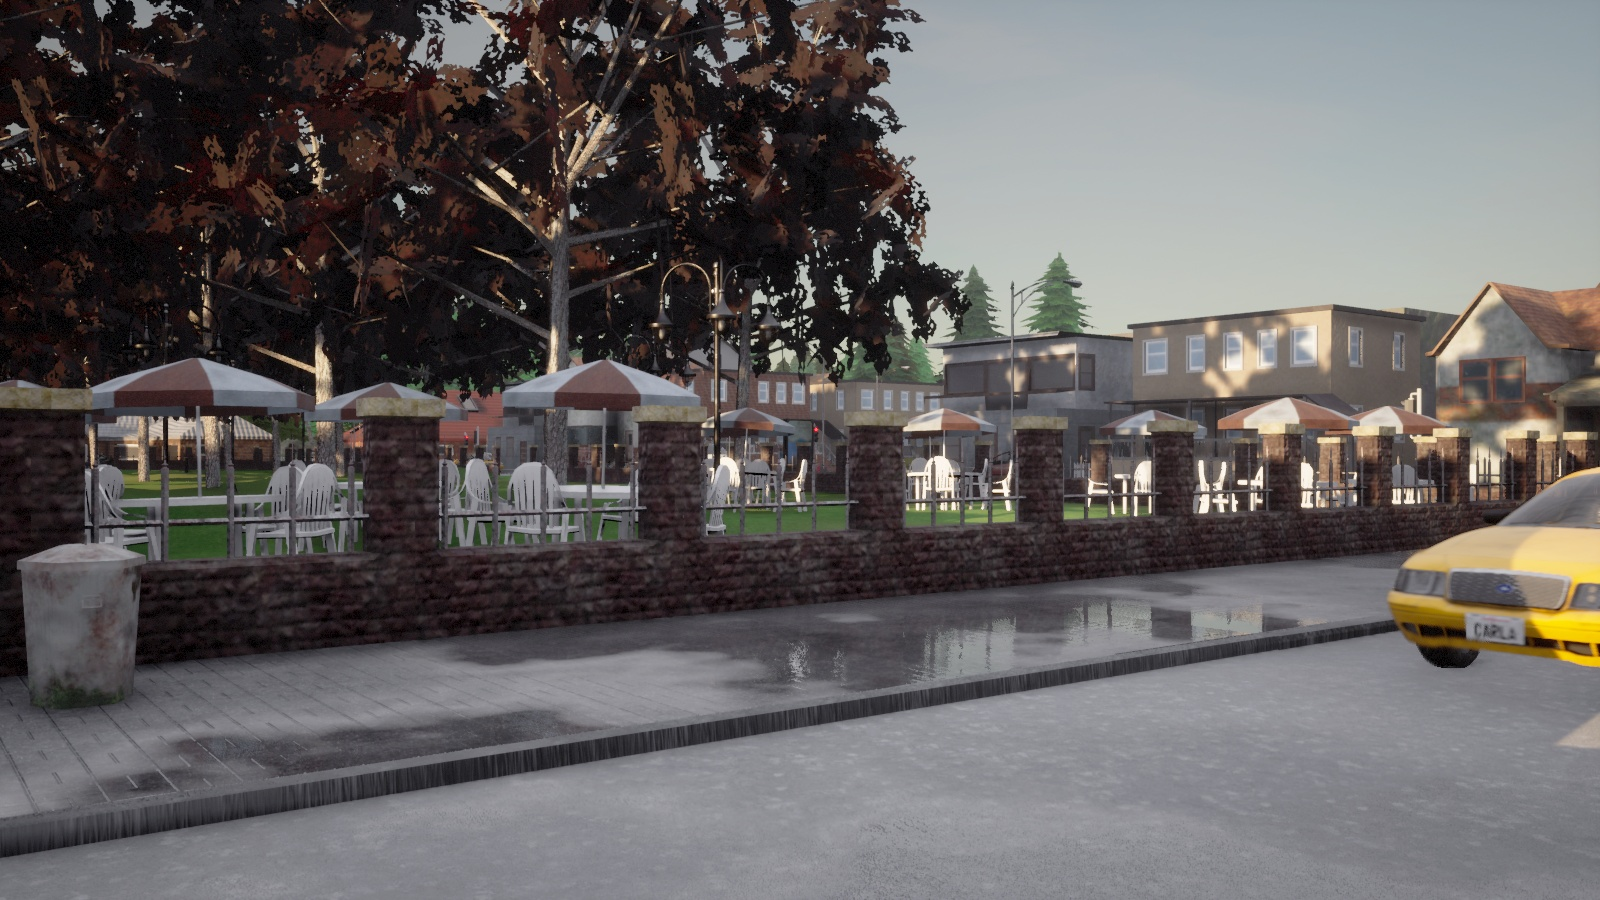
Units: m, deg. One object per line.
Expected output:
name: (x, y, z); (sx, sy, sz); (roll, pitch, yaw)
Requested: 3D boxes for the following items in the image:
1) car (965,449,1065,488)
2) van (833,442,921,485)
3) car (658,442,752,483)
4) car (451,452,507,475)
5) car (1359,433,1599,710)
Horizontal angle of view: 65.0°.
car: (9.084, 0.756, 53.352); (1.851, 1.617, 3.988); (0, 0, -37)
van: (3.654, 0.639, 60.519); (1.775, 1.987, 4.442); (0, 0, -37)
car: (-4.981, 0.635, 65.216); (2.150, 2.045, 5.566); (0, 0, -37)
car: (-22.709, 0.950, 88.702); (1.801, 1.575, 5.366); (0, 0, -38)
car: (6.371, 0.693, 9.184); (5.366, 1.575, 1.801); (0, 0, -37)
